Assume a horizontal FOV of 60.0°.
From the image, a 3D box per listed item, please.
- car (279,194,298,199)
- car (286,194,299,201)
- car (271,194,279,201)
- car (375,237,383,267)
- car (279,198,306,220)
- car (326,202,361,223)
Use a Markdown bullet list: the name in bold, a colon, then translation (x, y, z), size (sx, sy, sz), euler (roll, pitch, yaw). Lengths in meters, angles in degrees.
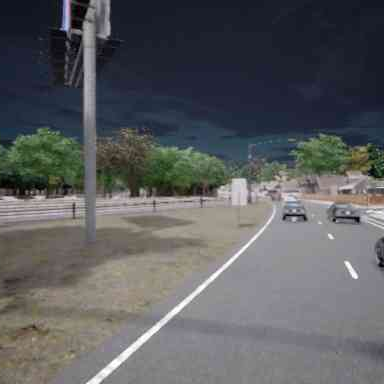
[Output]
- **car**: translation (12.831, 1.385, 44.141), size (1.812, 1.442, 4.674), euler (0, 0, 14)
- **car**: translation (22.149, 1.235, 73.608), size (2.033, 1.411, 5.357), euler (0, 0, 8)
- **car**: translation (18.689, 1.211, 74.142), size (2.128, 1.511, 4.902), euler (0, 0, 8)
- **car**: translation (6.110, 1.563, 8.511), size (1.994, 1.385, 4.181), euler (0, 0, 19)
- **car**: translation (8.452, 1.470, 27.599), size (2.033, 1.411, 5.357), euler (0, 0, 16)
- **car**: translation (11.506, 1.492, 25.498), size (2.033, 1.411, 5.357), euler (0, 0, 16)
